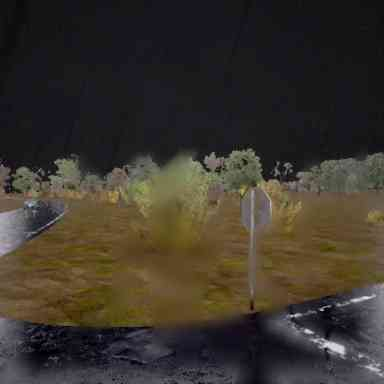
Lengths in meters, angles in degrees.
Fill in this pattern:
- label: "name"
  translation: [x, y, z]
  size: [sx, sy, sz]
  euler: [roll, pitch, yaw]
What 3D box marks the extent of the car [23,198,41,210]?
- label: "car"
  translation: [-22.379, 1.629, 46.691]
  size: [2.128, 1.511, 4.902]
  euler: [0, 0, -19]
